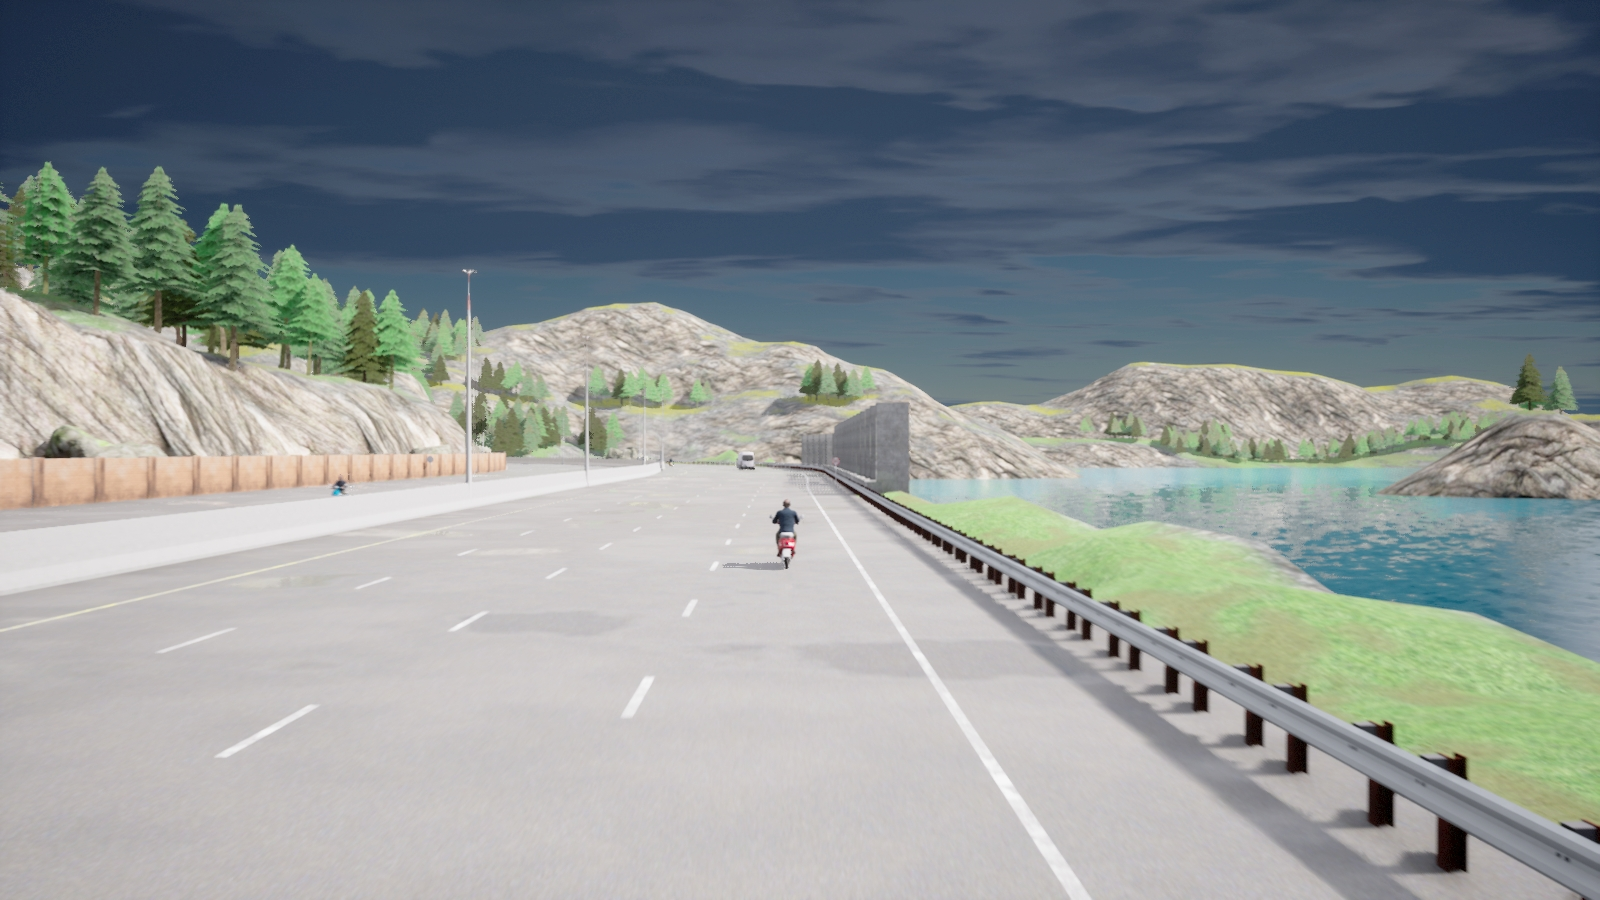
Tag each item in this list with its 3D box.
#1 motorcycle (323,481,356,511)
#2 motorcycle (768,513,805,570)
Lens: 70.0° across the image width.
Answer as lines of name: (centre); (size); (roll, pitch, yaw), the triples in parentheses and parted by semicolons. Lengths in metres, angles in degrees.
motorcycle: (-21.740, 2.144, 53.939); (0.856, 1.334, 1.805); (0, 0, -1)
motorcycle: (-0.333, 2.184, 27.682); (0.856, 1.236, 1.805); (0, 0, -1)
